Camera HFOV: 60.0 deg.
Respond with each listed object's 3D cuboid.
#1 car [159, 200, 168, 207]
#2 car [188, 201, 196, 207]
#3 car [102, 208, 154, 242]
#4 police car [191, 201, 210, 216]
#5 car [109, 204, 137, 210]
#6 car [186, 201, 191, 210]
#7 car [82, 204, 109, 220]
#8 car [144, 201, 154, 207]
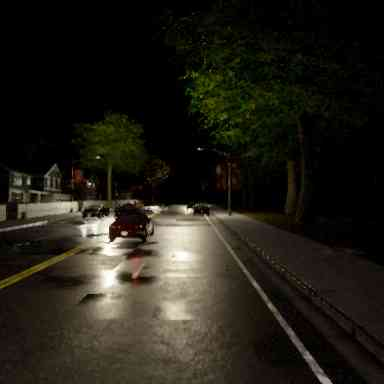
[{"bbox_3d":[-6.494,2.607,76.140,1.812,1.442,4.674,0,-1,0],"label":"car"},{"bbox_3d":[0.007,2.815,79.841,2.033,1.411,5.357,0,-1,0],"label":"car"},{"bbox_3d":[-3.145,1.783,17.763,1.812,1.442,4.674,0,-1,0],"label":"car"},{"bbox_3d":[1.141,2.042,40.933,1.930,1.638,5.238,0,-1,0],"label":"police car"},{"bbox_3d":[-6.590,1.978,33.822,1.882,1.535,5.008,0,-1,0],"label":"car"},{"bbox_3d":[0.005,2.450,59.080,1.812,1.442,4.674,0,-1,0],"label":"car"},{"bbox_3d":[-9.840,2.000,34.316,2.128,1.511,4.902,0,-1,0],"label":"car"},{"bbox_3d":[-9.744,2.635,76.140,1.994,1.385,4.181,0,-1,0],"label":"car"}]
